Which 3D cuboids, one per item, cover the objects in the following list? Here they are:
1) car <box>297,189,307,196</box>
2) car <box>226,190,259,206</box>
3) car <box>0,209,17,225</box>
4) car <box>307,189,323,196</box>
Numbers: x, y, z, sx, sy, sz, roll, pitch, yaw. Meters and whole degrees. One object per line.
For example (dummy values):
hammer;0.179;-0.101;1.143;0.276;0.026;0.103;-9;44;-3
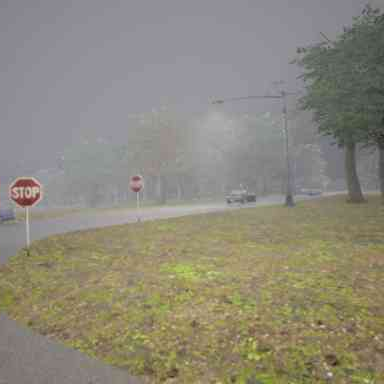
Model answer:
car;25.687;0.015;76.968;1.882;1.535;5.008;-4;-1;34
car;5.314;0.585;34.741;2.128;1.511;4.902;-4;-1;34
car;-13.402;1.459;19.732;2.033;1.411;5.357;-4;-1;34
car;24.439;0.021;65.208;1.994;1.385;4.181;-4;-1;27
